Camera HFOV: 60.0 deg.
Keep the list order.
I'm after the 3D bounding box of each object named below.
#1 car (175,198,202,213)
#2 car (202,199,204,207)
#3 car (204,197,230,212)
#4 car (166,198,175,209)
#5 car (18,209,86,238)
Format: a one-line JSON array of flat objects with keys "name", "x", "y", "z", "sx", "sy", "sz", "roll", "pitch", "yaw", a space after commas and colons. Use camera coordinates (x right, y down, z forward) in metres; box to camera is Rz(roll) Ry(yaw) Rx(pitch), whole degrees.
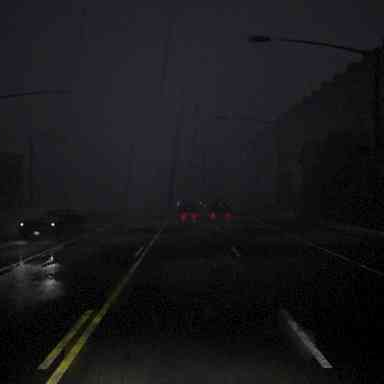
[{"name": "car", "x": -0.470, "y": 1.492, "z": 36.602, "sx": 2.128, "sy": 1.511, "sz": 4.902, "roll": 0, "pitch": 0, "yaw": -3}, {"name": "car", "x": 0.954, "y": 1.601, "z": 47.950, "sx": 1.895, "sy": 1.301, "sz": 4.718, "roll": 0, "pitch": 0, "yaw": -20}, {"name": "car", "x": 2.944, "y": 1.352, "z": 38.144, "sx": 2.097, "sy": 1.767, "sz": 4.553, "roll": 0, "pitch": 0, "yaw": -4}, {"name": "car", "x": -2.143, "y": 1.547, "z": 46.840, "sx": 2.033, "sy": 1.411, "sz": 5.357, "roll": 0, "pitch": 0, "yaw": -21}, {"name": "car", "x": -7.234, "y": 1.601, "z": 17.679, "sx": 1.895, "sy": 1.301, "sz": 4.718, "roll": 0, "pitch": 0, "yaw": 0}]
